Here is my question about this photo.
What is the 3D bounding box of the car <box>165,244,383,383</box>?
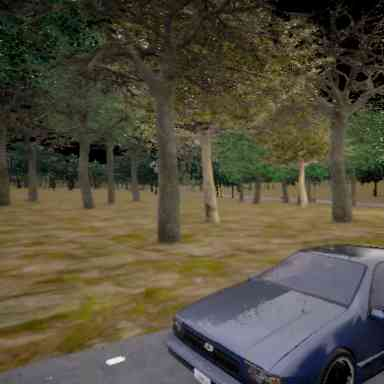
[{"bbox_3d":[2.303,1.550,4.939,5.357,1.411,2.033,0,0,-35],"label":"car"}]
